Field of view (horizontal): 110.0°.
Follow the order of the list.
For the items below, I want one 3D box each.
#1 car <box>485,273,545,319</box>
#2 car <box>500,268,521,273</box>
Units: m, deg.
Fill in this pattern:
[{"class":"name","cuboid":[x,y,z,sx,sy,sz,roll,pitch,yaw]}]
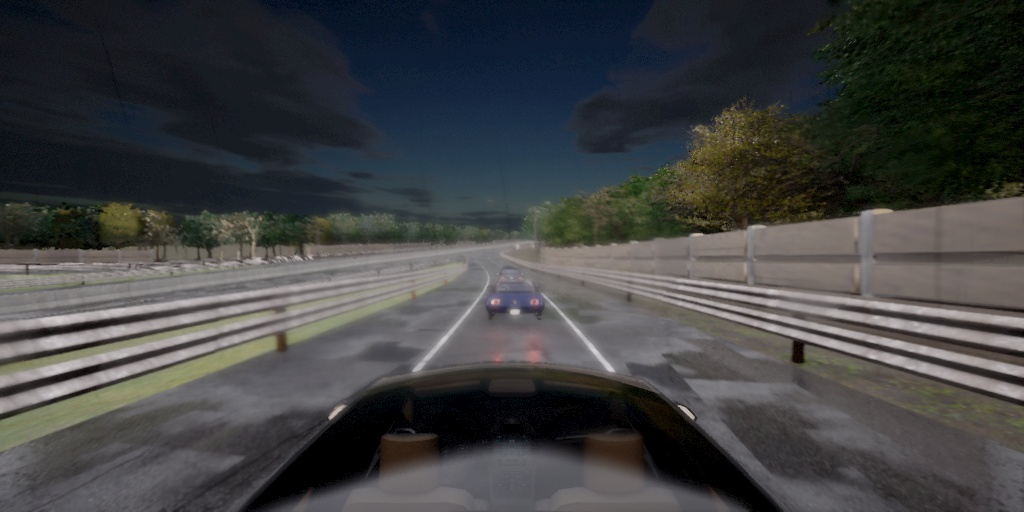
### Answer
[{"class":"car","cuboid":[0.106,1.481,13.365,1.895,1.301,4.718,0,-1,0]},{"class":"car","cuboid":[-0.147,1.578,26.928,2.033,1.411,5.357,0,-1,-2]}]
